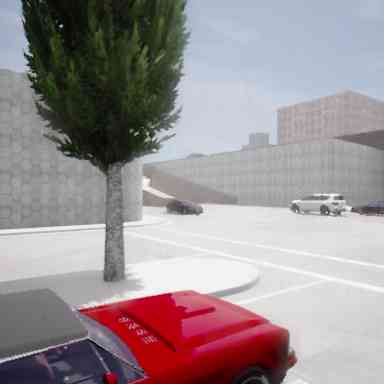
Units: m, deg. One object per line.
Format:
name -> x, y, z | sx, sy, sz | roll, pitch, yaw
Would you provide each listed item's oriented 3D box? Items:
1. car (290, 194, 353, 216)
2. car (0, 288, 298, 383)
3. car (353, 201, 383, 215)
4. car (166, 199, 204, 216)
car -> 12.331, 1.215, 32.796 | 2.150, 2.045, 5.566 | 0, 0, -35
car -> -1.246, 1.601, 2.857 | 4.718, 1.301, 1.895 | 0, 0, -35
car -> 17.767, 1.540, 31.119 | 2.033, 1.411, 5.357 | 0, 0, -35
car -> -0.776, 1.497, 32.889 | 1.837, 1.490, 4.892 | 0, 1, -35
